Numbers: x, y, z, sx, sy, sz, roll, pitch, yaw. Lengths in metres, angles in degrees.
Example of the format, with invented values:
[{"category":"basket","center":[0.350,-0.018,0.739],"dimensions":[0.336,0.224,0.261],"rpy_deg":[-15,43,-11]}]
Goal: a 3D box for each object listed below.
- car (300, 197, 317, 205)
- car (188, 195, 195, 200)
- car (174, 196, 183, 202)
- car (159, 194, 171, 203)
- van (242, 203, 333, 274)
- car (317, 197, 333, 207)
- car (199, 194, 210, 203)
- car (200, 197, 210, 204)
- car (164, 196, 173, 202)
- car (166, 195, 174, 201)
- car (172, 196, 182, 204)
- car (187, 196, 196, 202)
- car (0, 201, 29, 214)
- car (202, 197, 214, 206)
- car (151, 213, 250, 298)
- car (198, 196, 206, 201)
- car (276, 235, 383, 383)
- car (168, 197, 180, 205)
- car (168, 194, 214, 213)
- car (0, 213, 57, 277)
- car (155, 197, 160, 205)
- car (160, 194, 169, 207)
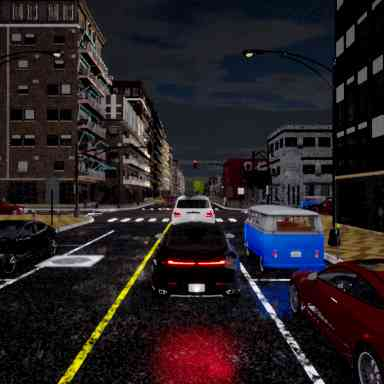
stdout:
[{"category":"car","center":[15.082,1.620,36.973],"dimensions":[5.357,1.411,2.033],"rpy_deg":[0,0,2]},{"category":"car","center":[-0.160,1.584,91.929],"dimensions":[1.895,1.301,4.718],"rpy_deg":[0,0,0]},{"category":"car","center":[-3.138,1.624,78.180],"dimensions":[1.994,1.385,4.181],"rpy_deg":[0,0,0]},{"category":"car","center":[-5.813,1.376,71.697],"dimensions":[2.192,1.841,5.009],"rpy_deg":[0,0,0]},{"category":"van","center":[2.643,1.343,10.308],"dimensions":[1.690,1.788,3.998],"rpy_deg":[0,0,0]},{"category":"car","center":[14.868,1.359,31.221],"dimensions":[5.009,1.841,2.192],"rpy_deg":[0,0,0]},{"category":"car","center":[2.568,1.376,71.712],"dimensions":[2.192,1.841,5.009],"rpy_deg":[0,0,0]},{"category":"car","center":[2.577,1.634,66.173],"dimensions":[1.802,1.307,4.206],"rpy_deg":[0,0,0]},{"category":"car","center":[-5.833,1.632,82.775],"dimensions":[2.008,1.369,4.403],"rpy_deg":[0,0,0]},{"category":"car","center":[-5.842,1.617,88.144],"dimensions":[1.752,1.417,4.829],"rpy_deg":[0,0,0]},{"category":"car","center":[-3.134,1.581,68.164],"dimensions":[1.812,1.442,4.674],"rpy_deg":[0,0,0]},{"category":"car","center":[-0.143,1.618,81.479],"dimensions":[2.033,1.411,5.357],"rpy_deg":[0,0,0]},{"category":"car","center":[-17.520,1.535,31.084],"dimensions":[4.206,1.307,1.802],"rpy_deg":[0,0,0]},{"category":"car","center":[2.596,1.562,55.265],"dimensions":[1.752,1.417,4.829],"rpy_deg":[0,0,0]},{"category":"car","center":[0.083,1.506,8.491],"dimensions":[1.837,1.490,4.892],"rpy_deg":[0,0,0]},{"category":"car","center":[2.538,1.643,88.329],"dimensions":[2.008,1.369,4.403],"rpy_deg":[0,0,0]},{"category":"car","center":[2.652,1.582,4.619],"dimensions":[1.802,1.307,4.206],"rpy_deg":[0,0,0]},{"category":"car","center":[-3.179,1.643,59.108],"dimensions":[1.895,1.301,4.718],"rpy_deg":[0,0,0]},{"category":"car","center":[0.057,1.225,18.491],"dimensions":[2.150,2.045,5.566],"rpy_deg":[0,0,0]},{"category":"car","center":[-5.705,1.567,10.319],"dimensions":[1.947,1.339,4.313],"rpy_deg":[0,0,0]},{"category":"car","center":[-5.794,1.569,60.448],"dimensions":[1.752,1.417,4.829],"rpy_deg":[0,0,0]},{"category":"car","center":[-3.187,1.383,50.165],"dimensions":[2.097,1.767,4.553],"rpy_deg":[0,0,0]}]
